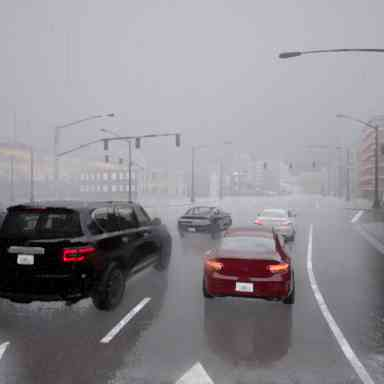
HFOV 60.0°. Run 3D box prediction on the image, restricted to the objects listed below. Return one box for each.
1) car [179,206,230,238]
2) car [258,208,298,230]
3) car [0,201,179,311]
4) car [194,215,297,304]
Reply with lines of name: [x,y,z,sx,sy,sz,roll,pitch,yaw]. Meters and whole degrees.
car: [0.797,1.491,17.316,2.128,1.511,4.902,0,0,19]
car: [4.203,1.526,16.582,1.812,1.442,4.674,0,0,20]
car: [-2.152,1.219,8.072,2.150,2.045,5.566,0,0,12]
car: [1.458,1.526,8.150,1.812,1.442,4.674,0,0,13]
